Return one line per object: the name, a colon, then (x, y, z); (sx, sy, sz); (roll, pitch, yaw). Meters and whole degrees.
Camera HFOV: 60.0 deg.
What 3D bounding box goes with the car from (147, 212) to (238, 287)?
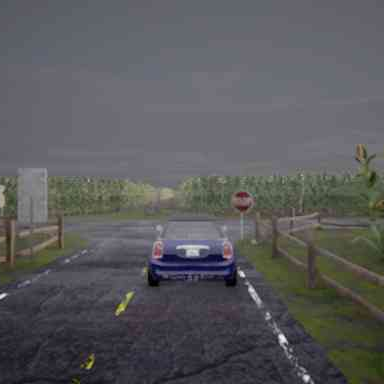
car: (-0.005, 1.380, 9.577); (2.097, 1.767, 4.553); (0, 0, -1)
